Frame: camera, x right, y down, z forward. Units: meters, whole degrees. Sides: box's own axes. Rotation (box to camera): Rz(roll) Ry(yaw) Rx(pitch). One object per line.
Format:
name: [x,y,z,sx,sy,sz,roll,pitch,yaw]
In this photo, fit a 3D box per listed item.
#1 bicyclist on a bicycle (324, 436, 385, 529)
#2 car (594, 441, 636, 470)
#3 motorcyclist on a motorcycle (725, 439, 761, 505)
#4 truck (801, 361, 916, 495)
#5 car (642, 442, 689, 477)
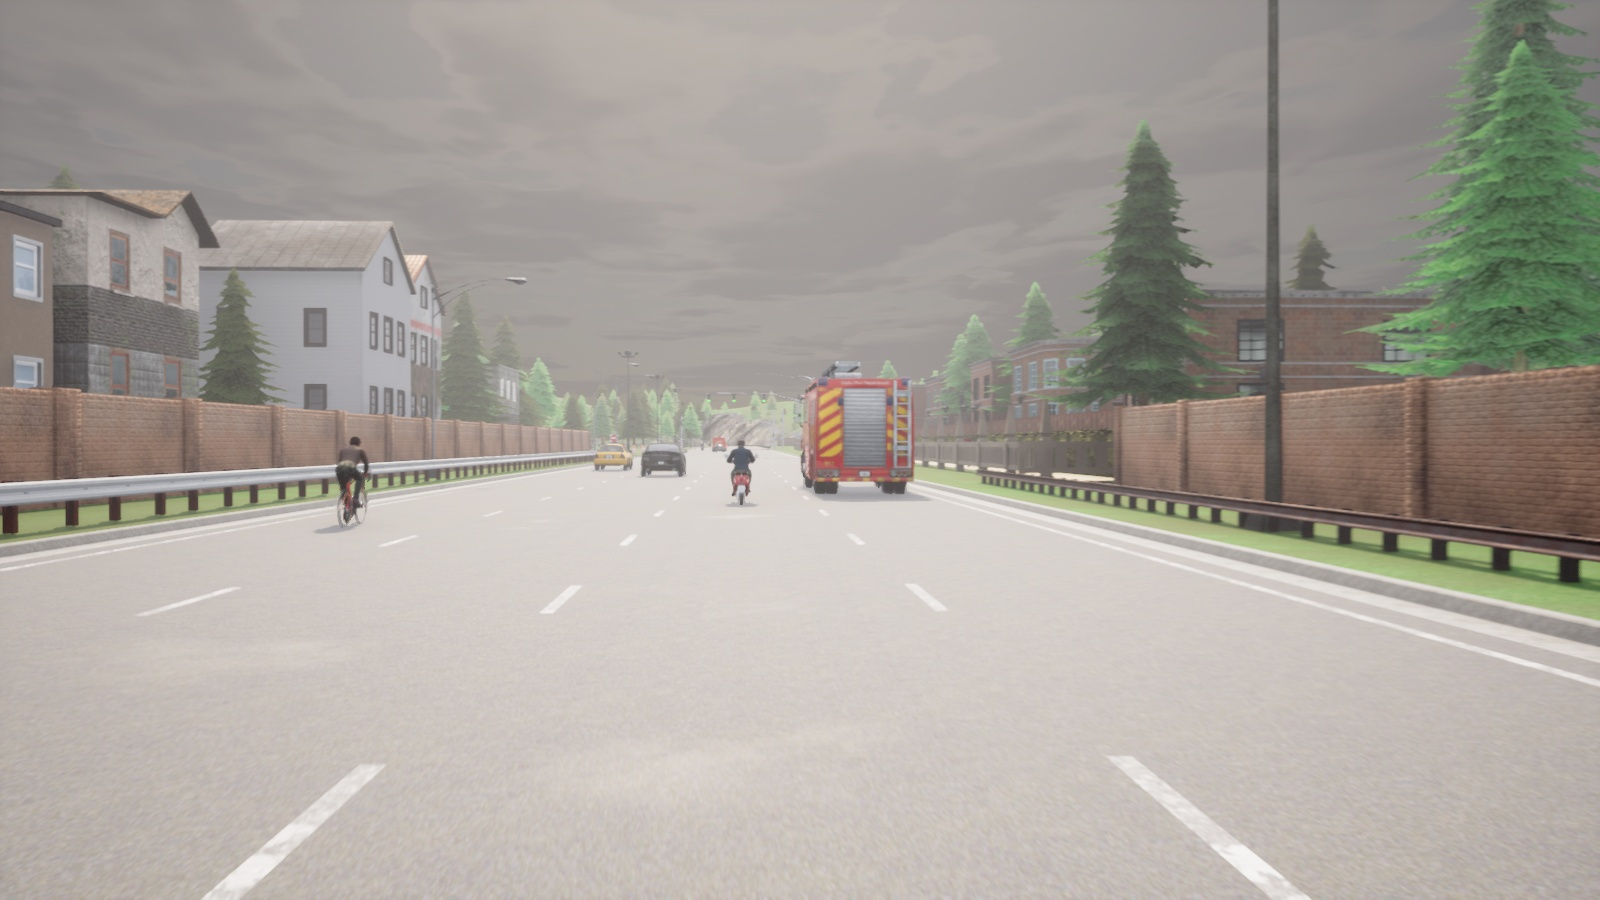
bicyclist on a bicycle: [-8.020,0.568,22.659,0.582,1.620,1.656,0,0,-3]
car: [-10.215,0.288,69.596,1.801,1.575,5.366,0,0,-3]
motorcyclist on a motorcycle: [-1.408,0.523,31.123,0.866,1.590,1.817,0,0,-3]
truck: [1.678,-0.644,40.047,2.891,3.827,8.468,0,0,-3]
car: [-6.166,0.394,57.926,1.882,1.535,5.008,0,0,-3]
